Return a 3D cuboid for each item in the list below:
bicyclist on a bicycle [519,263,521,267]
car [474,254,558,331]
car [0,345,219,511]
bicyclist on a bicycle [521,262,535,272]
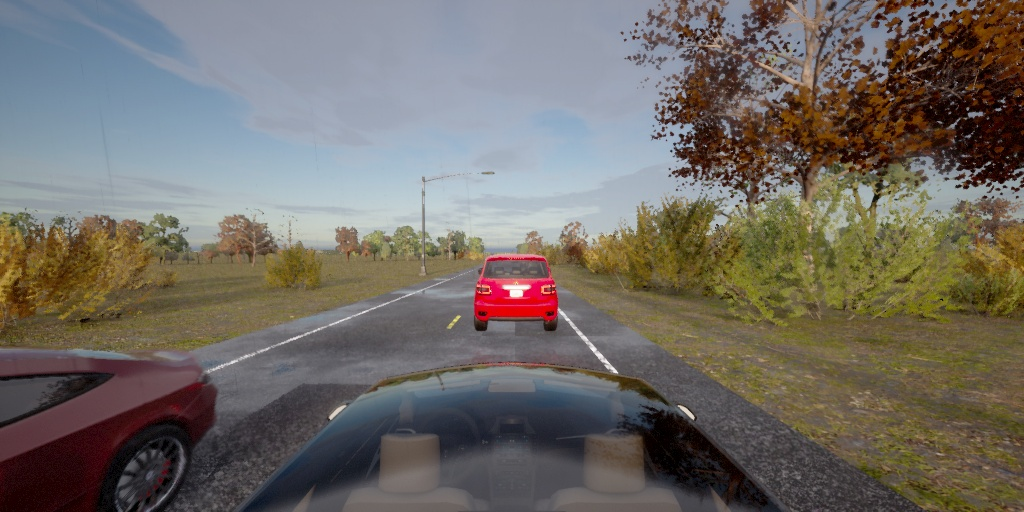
[{"bbox_3d":[0.907,1.110,28.810,0.659,1.776,1.843,0,0,0],"label":"bicyclist on a bicycle"},{"bbox_3d":[0.093,0.968,11.091,2.150,2.045,5.566,0,0,0],"label":"car"},{"bbox_3d":[-3.604,1.276,1.420,1.812,1.442,4.674,0,0,0],"label":"car"},{"bbox_3d":[0.945,1.114,18.797,0.659,1.776,1.843,0,0,0],"label":"bicyclist on a bicycle"}]
